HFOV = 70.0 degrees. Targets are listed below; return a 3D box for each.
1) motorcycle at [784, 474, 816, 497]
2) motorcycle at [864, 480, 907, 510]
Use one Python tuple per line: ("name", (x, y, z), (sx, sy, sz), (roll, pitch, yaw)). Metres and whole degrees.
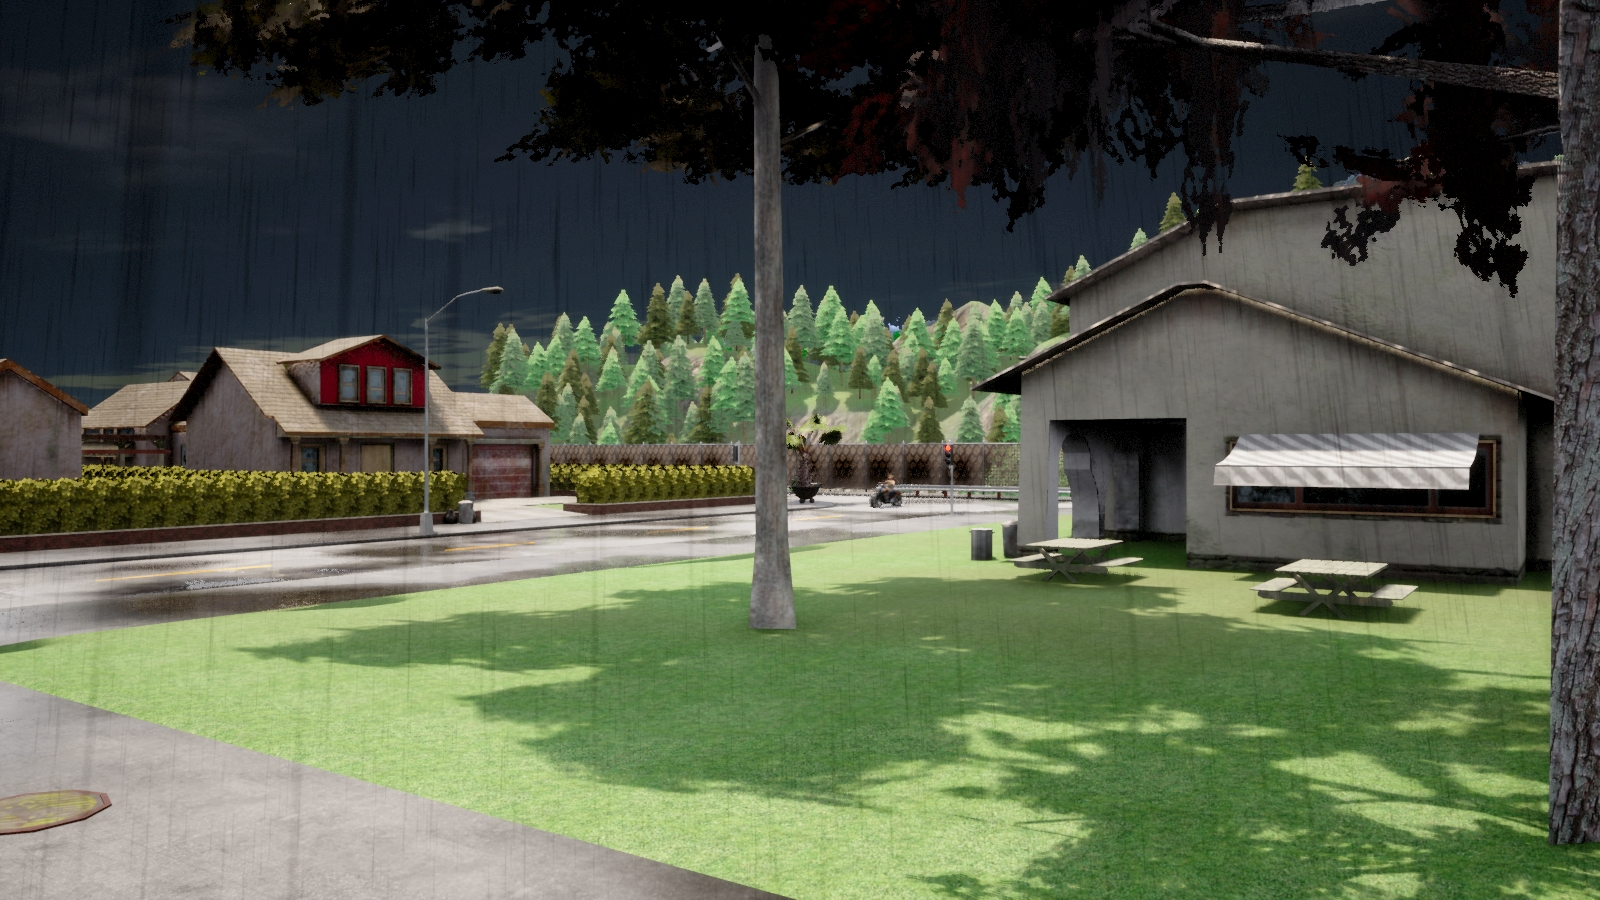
("motorcycle", (-0.011, 2.142, 69.639), (1.805, 1.316, 0.856), (0, 0, 35))
("motorcycle", (4.148, 2.155, 55.185), (0.764, 1.307, 2.356), (2, 1, 42))
